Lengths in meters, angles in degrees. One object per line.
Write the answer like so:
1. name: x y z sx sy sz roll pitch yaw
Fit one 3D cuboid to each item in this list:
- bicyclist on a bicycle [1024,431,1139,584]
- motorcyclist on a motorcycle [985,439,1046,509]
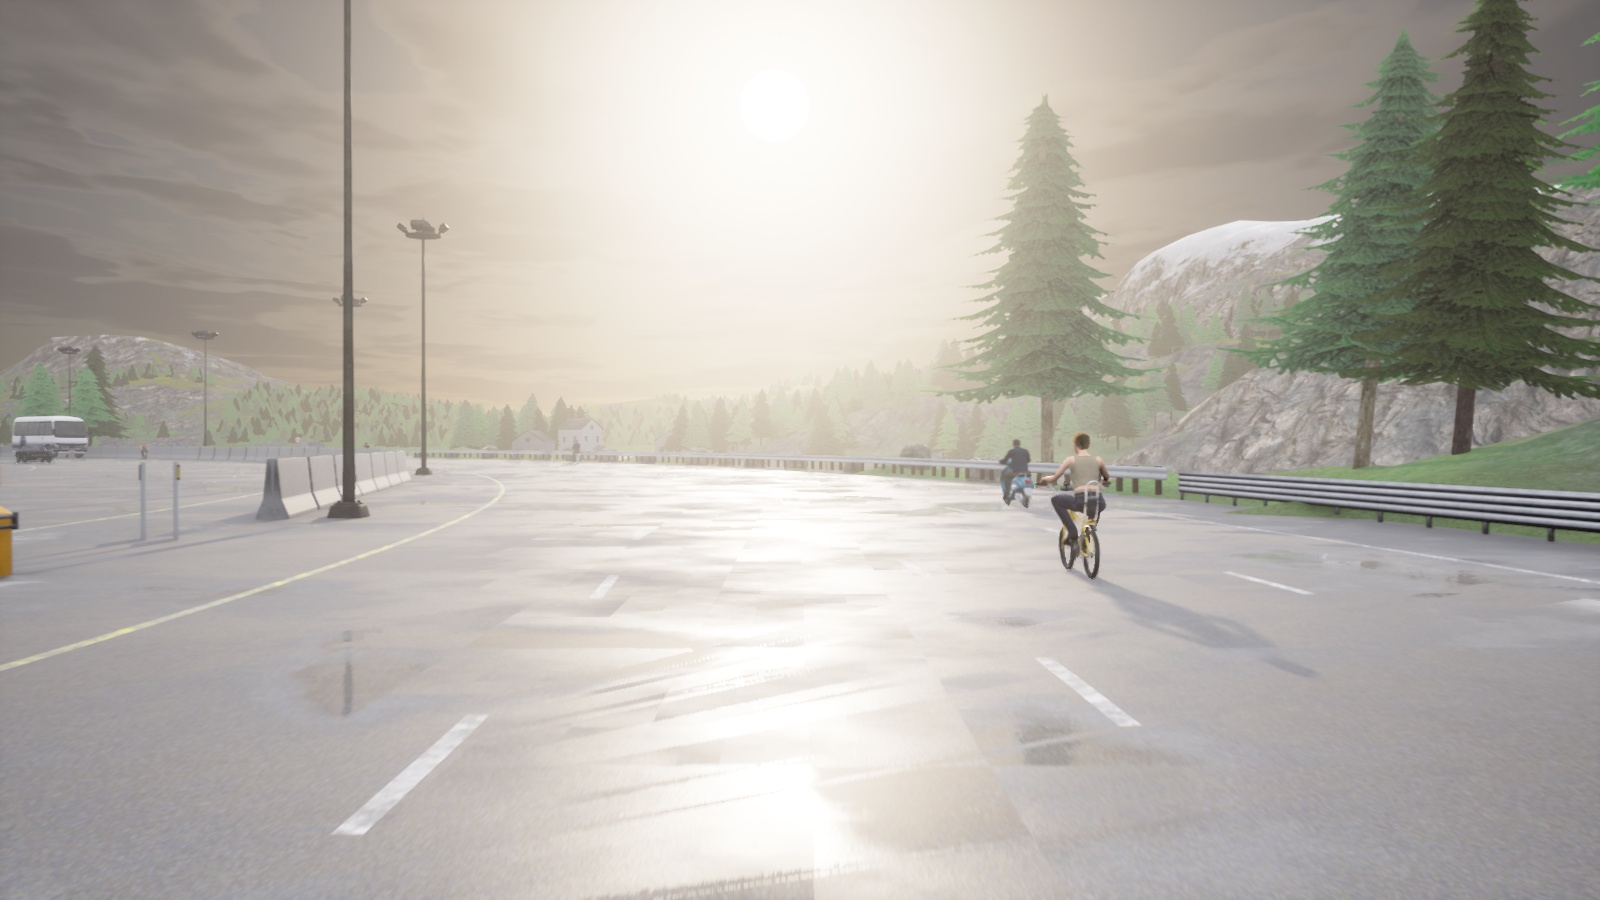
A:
1. bicyclist on a bicycle: 3.128 0.606 14.100 0.866 1.612 1.509 0 0 -3
2. motorcyclist on a motorcycle: 5.003 0.538 29.325 0.866 1.590 1.817 -1 0 -9
